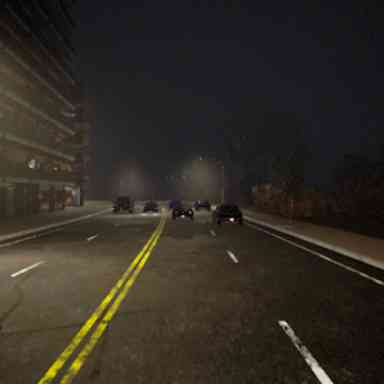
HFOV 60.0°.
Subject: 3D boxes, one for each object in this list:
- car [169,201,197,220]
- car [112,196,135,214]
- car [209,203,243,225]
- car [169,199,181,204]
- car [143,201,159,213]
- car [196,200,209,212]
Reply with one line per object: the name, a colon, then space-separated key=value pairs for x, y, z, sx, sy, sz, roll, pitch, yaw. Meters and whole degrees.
car: x=-0.915 y=1.826 z=30.889 sx=1.895 sy=1.301 sz=4.718 roll=0 pitch=0 yaw=-4
car: x=-8.246 y=1.530 z=40.578 sx=2.150 sy=2.045 sz=5.566 roll=0 pitch=-1 yaw=-4
car: x=2.645 y=1.687 z=25.548 sx=1.837 sy=1.490 sz=4.892 roll=0 pitch=-1 yaw=-3
car: x=-2.353 y=1.824 z=48.436 sx=1.882 sy=1.535 sz=5.008 roll=0 pitch=0 yaw=-6
car: x=-5.028 y=1.850 z=41.150 sx=2.033 sy=1.411 sz=5.357 roll=0 pitch=0 yaw=-5
car: x=1.351 y=1.801 z=43.804 sx=2.128 sy=1.511 sz=4.902 roll=0 pitch=0 yaw=-5
